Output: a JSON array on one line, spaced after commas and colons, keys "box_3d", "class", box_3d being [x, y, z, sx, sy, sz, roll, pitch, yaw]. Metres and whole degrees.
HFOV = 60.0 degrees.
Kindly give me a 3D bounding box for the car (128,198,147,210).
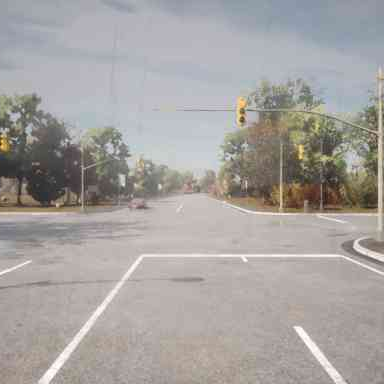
[{"box_3d": [-6.999, 1.543, 43.084, 1.812, 1.442, 4.674, 0, 1, 0], "class": "car"}]
